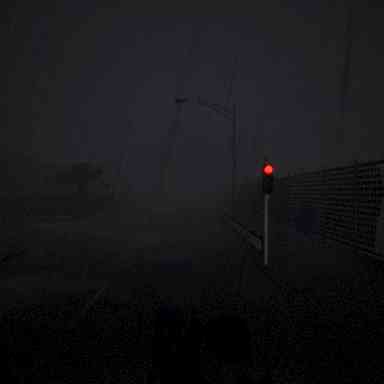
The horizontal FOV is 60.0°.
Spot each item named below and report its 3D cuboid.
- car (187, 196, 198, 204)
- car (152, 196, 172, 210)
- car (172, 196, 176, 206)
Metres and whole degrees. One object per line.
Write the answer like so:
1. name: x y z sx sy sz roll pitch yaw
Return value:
1. car: 0.101 1.505 63.160 1.837 1.490 4.892 0 0 0
2. car: -4.029 1.564 43.362 1.994 1.385 4.181 0 0 0
3. car: -4.007 1.478 53.433 1.882 1.535 5.008 0 0 0
